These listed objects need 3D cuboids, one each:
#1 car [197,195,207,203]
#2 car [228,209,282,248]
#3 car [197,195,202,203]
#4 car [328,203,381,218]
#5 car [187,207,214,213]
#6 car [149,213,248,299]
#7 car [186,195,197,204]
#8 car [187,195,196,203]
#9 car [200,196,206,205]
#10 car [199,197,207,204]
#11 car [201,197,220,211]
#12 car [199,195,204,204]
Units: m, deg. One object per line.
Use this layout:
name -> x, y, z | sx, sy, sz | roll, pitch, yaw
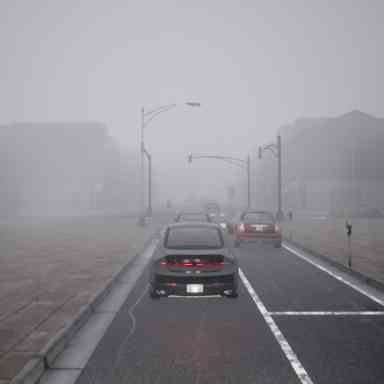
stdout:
car -> 2.446, 1.735, 79.692 | 2.192, 1.841, 5.009 | 1, -1, 0
car -> 2.621, 1.457, 14.881 | 1.967, 1.590, 4.097 | 2, 0, 0
car -> 2.485, 1.829, 63.376 | 1.947, 1.339, 4.313 | 1, -1, 0
car -> 14.484, 1.630, 29.740 | 4.181, 1.385, 1.994 | 0, -2, 0
car -> 0.050, 1.619, 15.959 | 1.895, 1.301, 4.718 | 0, 0, 0
car -> 0.017, 1.512, 8.484 | 1.837, 1.490, 4.892 | 0, 0, -1
car -> -0.179, 1.570, 72.172 | 2.150, 2.045, 5.566 | 0, -1, 0
car -> -0.220, 1.676, 82.581 | 2.150, 2.045, 5.566 | 0, -1, 0
car -> 2.529, 1.705, 47.064 | 1.947, 1.339, 4.313 | 1, 0, 0
car -> 2.456, 1.892, 74.421 | 1.752, 1.417, 4.829 | 1, -1, 0
car -> 2.544, 1.672, 41.627 | 1.947, 1.339, 4.313 | 1, 0, 0
car -> 2.515, 1.702, 52.671 | 1.752, 1.417, 4.829 | 1, 0, 0
